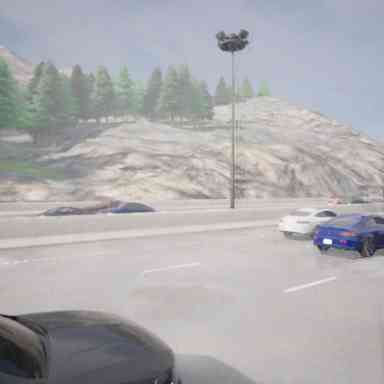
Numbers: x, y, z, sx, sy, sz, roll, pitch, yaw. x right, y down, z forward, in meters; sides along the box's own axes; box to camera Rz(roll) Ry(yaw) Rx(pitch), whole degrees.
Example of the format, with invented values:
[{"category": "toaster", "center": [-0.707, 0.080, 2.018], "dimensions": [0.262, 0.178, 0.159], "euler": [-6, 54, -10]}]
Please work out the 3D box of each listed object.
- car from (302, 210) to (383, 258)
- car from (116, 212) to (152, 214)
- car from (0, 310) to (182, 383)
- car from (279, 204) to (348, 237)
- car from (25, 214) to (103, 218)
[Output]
[{"category": "car", "center": [6.508, 1.527, 12.698], "dimensions": [4.674, 1.442, 1.812], "euler": [0, 0, -36]}, {"category": "car", "center": [-5.111, 1.530, 26.149], "dimensions": [4.674, 1.442, 1.812], "euler": [0, 0, -36]}, {"category": "car", "center": [-2.321, 1.505, 2.109], "dimensions": [4.892, 1.490, 1.837], "euler": [0, 0, -35]}, {"category": "car", "center": [6.388, 1.528, 16.913], "dimensions": [4.674, 1.442, 1.812], "euler": [0, 0, -36]}, {"category": "car", "center": [-7.795, 1.567, 19.931], "dimensions": [4.181, 1.385, 1.994], "euler": [0, 0, -36]}]
